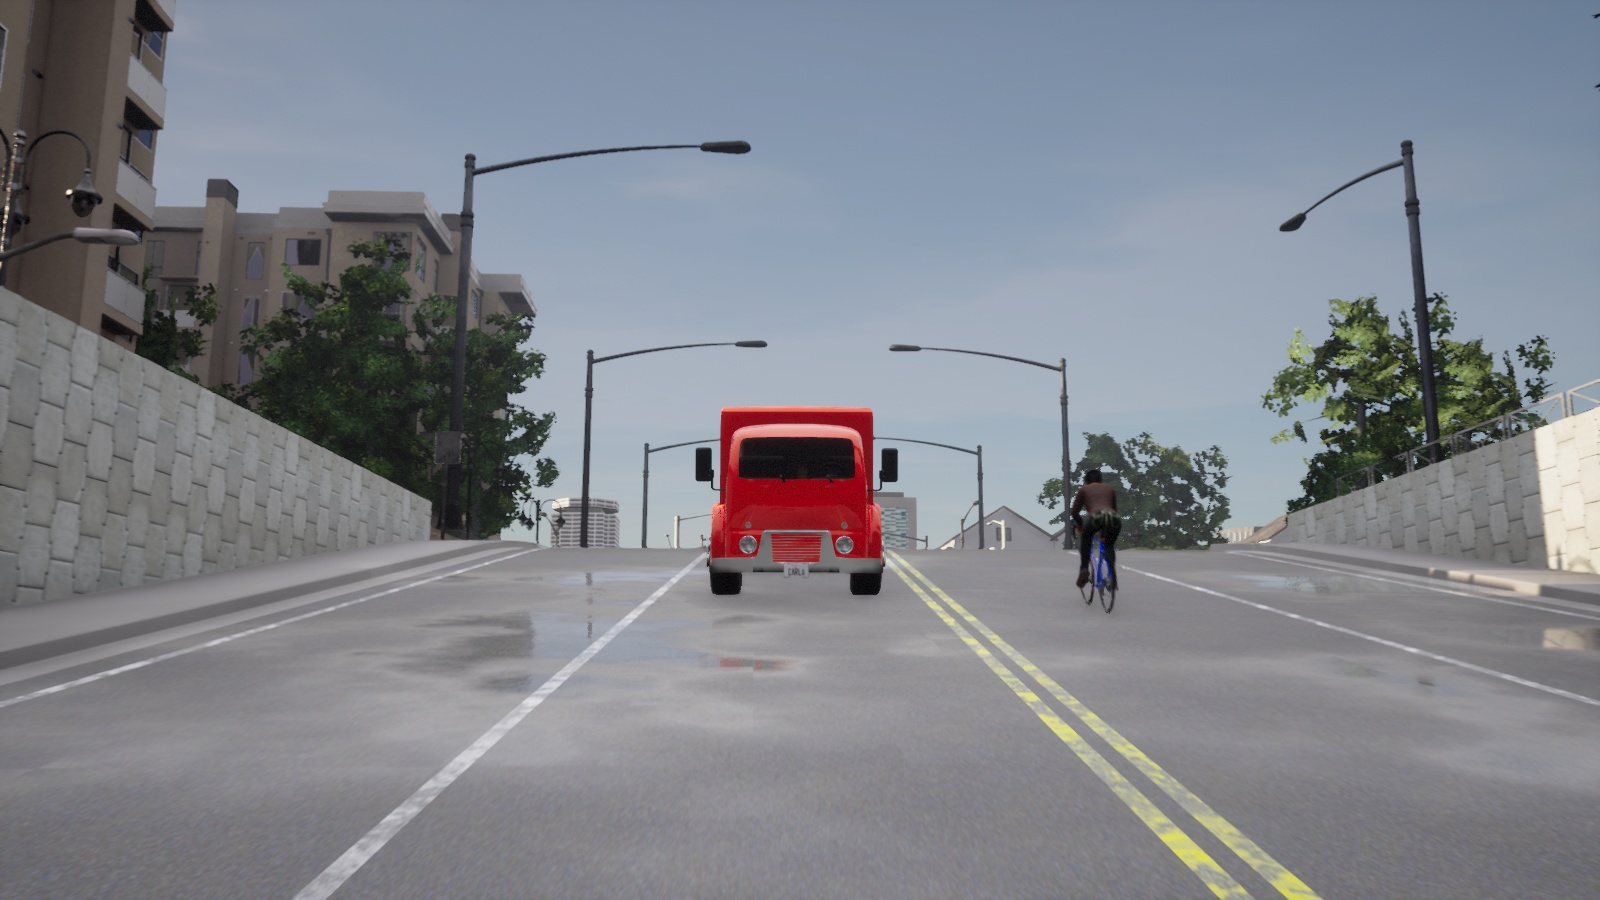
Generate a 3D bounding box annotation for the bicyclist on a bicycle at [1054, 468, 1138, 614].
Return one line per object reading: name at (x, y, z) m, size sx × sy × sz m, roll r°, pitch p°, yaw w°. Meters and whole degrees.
bicyclist on a bicycle at (3.462, 1.040, 14.820) m, size 0.582 × 1.620 × 1.656 m, roll 0°, pitch -2°, yaw 0°

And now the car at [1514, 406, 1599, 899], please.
car at (3.494, 0.710, 1.992) m, size 2.097 × 1.767 × 4.553 m, roll 0°, pitch -1°, yaw 0°

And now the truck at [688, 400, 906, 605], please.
truck at (-0.047, 0.670, 17.815) m, size 2.627 × 2.467 × 5.204 m, roll 0°, pitch -1°, yaw 0°
